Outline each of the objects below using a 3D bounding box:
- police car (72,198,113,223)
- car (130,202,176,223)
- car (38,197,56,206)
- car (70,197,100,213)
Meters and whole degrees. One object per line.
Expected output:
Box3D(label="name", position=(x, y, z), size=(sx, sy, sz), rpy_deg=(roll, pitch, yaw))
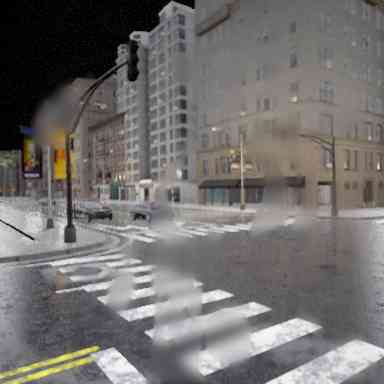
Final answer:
Box3D(label="police car", position=(-7.842, 1.406, 26.123), size=(1.930, 1.638, 5.238), rpy_deg=(-2, 1, -36))
Box3D(label="car", position=(-2.996, 1.474, 24.771), size=(1.994, 1.385, 4.181), rpy_deg=(-2, 1, -36))
Box3D(label="car", position=(-23.202, 1.542, 53.157), size=(1.994, 1.385, 4.181), rpy_deg=(-2, 1, -36))
Box3D(label="car", position=(-12.144, 1.427, 37.548), size=(1.837, 1.490, 4.892), rpy_deg=(-2, 1, -36))
